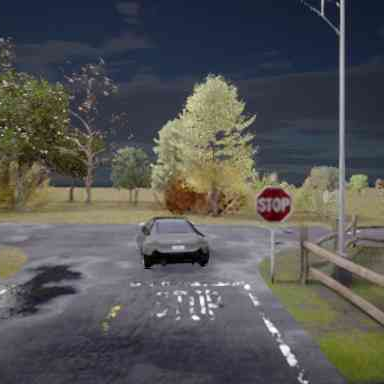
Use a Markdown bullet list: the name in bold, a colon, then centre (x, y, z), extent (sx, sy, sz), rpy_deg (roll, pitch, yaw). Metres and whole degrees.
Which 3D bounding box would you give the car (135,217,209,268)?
- **car**: centre (-0.799, 1.513, 11.212), extent (1.994, 1.385, 4.181), rpy_deg (0, 0, -12)
